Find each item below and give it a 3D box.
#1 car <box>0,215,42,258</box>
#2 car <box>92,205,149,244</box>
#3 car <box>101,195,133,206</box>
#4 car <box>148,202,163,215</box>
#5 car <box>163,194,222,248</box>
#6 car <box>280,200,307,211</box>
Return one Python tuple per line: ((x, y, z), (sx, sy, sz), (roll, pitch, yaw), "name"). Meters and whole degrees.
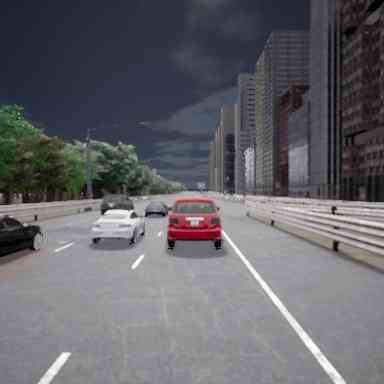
((-6.888, 1.497, 11.235), (1.882, 1.535, 5.008), (0, 0, 0), "car")
((-3.385, 1.554, 15.885), (1.812, 1.442, 4.674), (0, 0, 0), "car")
((-6.899, 1.282, 31.107), (2.150, 2.045, 5.566), (0, 0, 0), "car")
((-3.396, 1.628, 32.545), (1.994, 1.385, 4.181), (0, 0, 0), "car")
((0.100, 1.248, 14.946), (2.150, 2.045, 5.566), (0, 0, 0), "car")
((10.709, 1.616, 36.776), (2.128, 1.511, 4.902), (0, 0, -14), "car")
